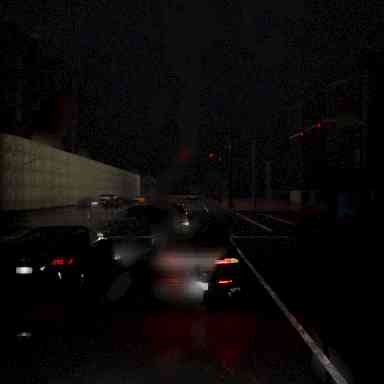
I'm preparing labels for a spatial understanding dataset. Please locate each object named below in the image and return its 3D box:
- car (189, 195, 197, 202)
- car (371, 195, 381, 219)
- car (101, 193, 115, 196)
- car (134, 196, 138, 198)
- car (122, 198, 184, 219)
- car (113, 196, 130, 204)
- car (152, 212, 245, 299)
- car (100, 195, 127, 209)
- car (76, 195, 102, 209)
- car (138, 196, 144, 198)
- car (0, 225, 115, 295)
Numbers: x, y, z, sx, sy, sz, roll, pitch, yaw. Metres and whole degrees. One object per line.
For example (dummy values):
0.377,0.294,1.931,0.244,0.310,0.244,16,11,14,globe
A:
0.175,1.525,78.726,2.128,1.511,4.902,0,0,0,car
16.770,1.221,28.582,5.566,2.045,2.150,0,0,0,car
-13.971,1.221,54.630,2.150,2.045,5.566,0,0,1,car
-10.466,1.601,53.846,1.895,1.301,4.718,0,0,0,car
-3.108,1.492,28.561,4.902,1.511,2.128,0,0,0,car
-13.874,1.547,65.841,2.033,1.411,5.357,0,0,1,car
0.103,1.492,8.425,2.128,1.511,4.902,0,0,-1,car
-10.493,1.526,44.738,1.812,1.442,4.674,0,0,0,car
-13.992,1.505,44.776,1.837,1.490,4.892,0,0,0,car
-10.391,1.478,65.020,1.882,1.535,5.008,0,0,1,car
-3.405,1.564,8.782,1.994,1.385,4.181,0,0,0,car
